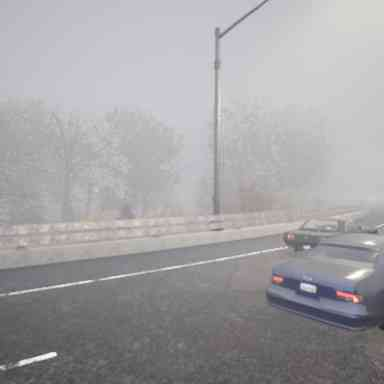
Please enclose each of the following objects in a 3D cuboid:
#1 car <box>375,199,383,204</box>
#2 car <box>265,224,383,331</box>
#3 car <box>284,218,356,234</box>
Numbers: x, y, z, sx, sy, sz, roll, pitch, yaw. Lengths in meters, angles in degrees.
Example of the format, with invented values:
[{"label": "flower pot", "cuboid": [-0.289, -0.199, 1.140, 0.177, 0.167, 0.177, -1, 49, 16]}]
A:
[{"label": "car", "cuboid": [46.538, 2.245, 81.122, 1.895, 1.301, 4.718, 0, 0, 5]}, {"label": "car", "cuboid": [3.786, 1.602, 6.944, 5.357, 1.411, 2.033, 1, 0, -40]}, {"label": "car", "cuboid": [5.720, 1.700, 13.313, 4.718, 1.301, 1.895, 1, 0, -42]}]
